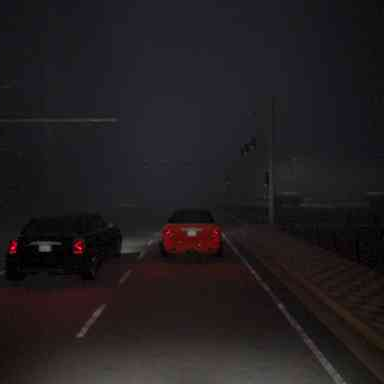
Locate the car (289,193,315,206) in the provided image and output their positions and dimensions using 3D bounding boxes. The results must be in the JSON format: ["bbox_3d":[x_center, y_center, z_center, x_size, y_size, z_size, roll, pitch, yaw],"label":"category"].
[{"bbox_3d":[20.781,1.446,61.881,3.806,1.475,1.970,0,0,0],"label":"car"}]

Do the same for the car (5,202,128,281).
[{"bbox_3d":[-3.495,1.352,9.999,2.097,1.767,4.553,0,0,0],"label":"car"}]

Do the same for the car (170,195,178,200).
[{"bbox_3d":[-4.848,1.451,88.658,1.895,1.301,4.718,0,0,-1],"label":"car"}]

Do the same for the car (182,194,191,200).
[{"bbox_3d":[-1.222,1.349,78.544,2.097,1.767,4.553,0,0,-1],"label":"car"}]

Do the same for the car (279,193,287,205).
[{"bbox_3d":[20.701,1.204,67.459,4.605,1.855,1.932,0,0,0],"label":"car"}]

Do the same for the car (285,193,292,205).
[{"bbox_3d":[20.766,1.414,64.776,3.905,1.438,1.784,0,0,0],"label":"car"}]

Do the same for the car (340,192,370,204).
[{"bbox_3d":[35.732,1.203,73.093,4.605,1.855,1.932,0,0,0],"label":"car"}]

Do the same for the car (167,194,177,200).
[{"bbox_3d":[-4.721,1.349,78.500,2.097,1.767,4.553,0,0,-1],"label":"car"}]

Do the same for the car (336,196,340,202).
[{"bbox_3d":[35.780,1.414,75.990,3.905,1.438,1.784,0,0,0],"label":"car"}]

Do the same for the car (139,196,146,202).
[{"bbox_3d":[-11.698,1.532,76.572,2.033,1.411,5.357,0,0,-1],"label":"car"}]

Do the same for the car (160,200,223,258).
[{"bbox_3d":[-0.022,1.352,12.939,2.097,1.767,4.553,0,0,0],"label":"car"}]

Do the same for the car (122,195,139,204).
[{"bbox_3d":[-11.536,1.347,61.087,2.097,1.767,4.553,0,0,0],"label":"car"}]

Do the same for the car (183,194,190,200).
[{"bbox_3d":[-1.348,1.356,88.672,1.837,1.490,4.892,0,0,-1],"label":"car"}]
